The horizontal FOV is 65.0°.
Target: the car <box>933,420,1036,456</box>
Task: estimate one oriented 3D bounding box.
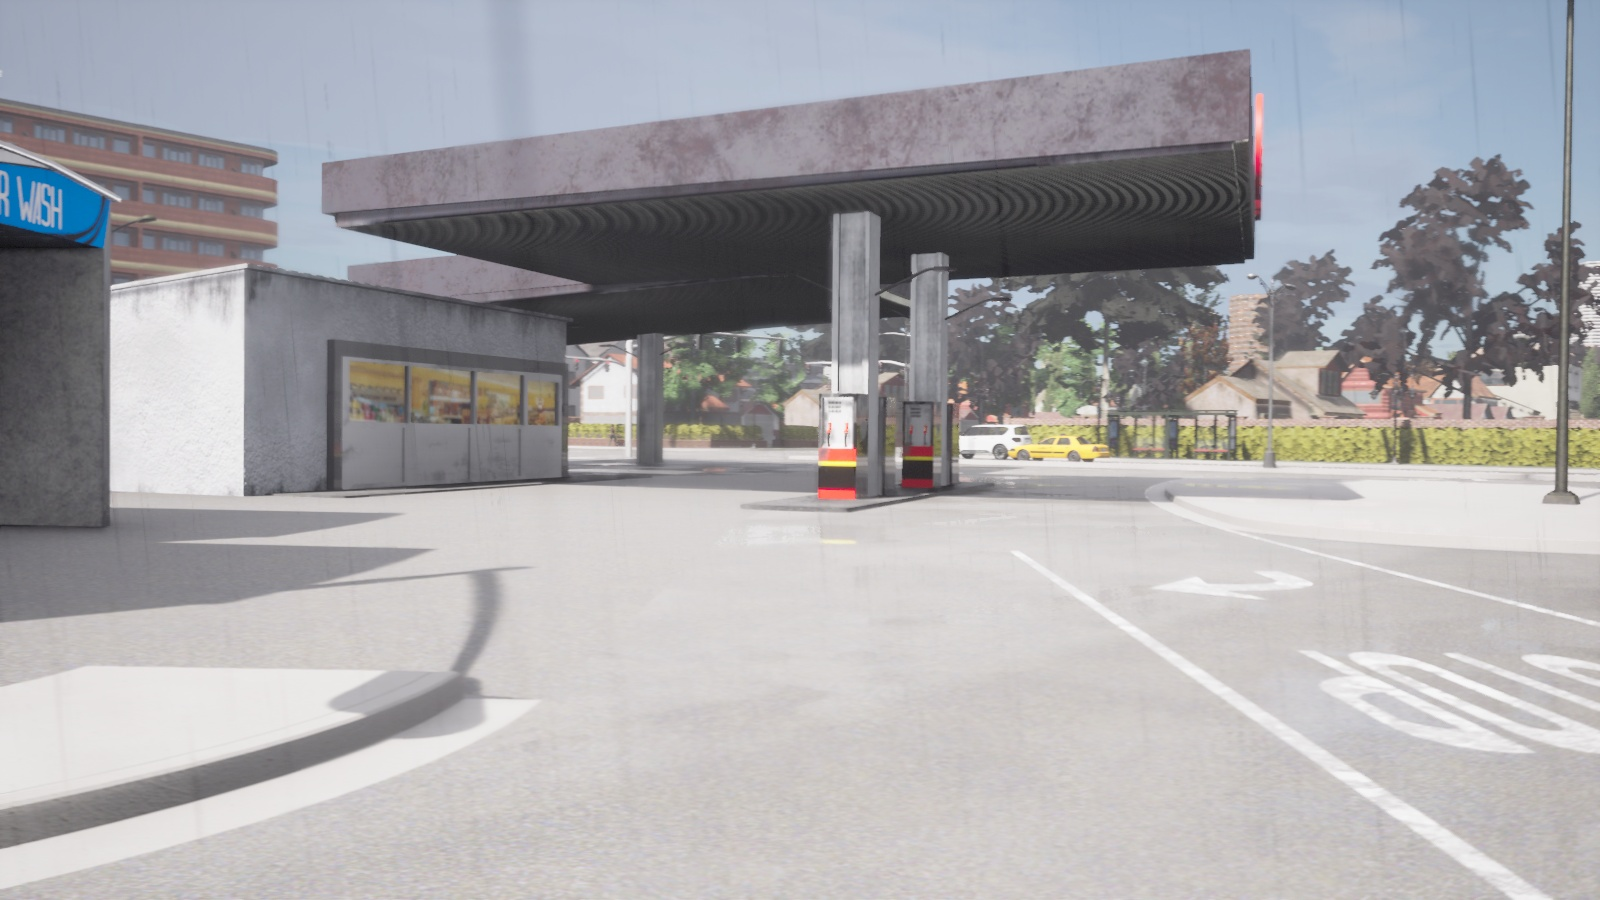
[{"bbox_3d":[10.638,-0.690,72.686,5.566,2.045,2.150,0,1,39],"label":"car"}]

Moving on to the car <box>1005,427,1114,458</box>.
[{"bbox_3d":[13.583,-0.401,65.875,5.366,1.575,1.801,0,1,38],"label":"car"}]
